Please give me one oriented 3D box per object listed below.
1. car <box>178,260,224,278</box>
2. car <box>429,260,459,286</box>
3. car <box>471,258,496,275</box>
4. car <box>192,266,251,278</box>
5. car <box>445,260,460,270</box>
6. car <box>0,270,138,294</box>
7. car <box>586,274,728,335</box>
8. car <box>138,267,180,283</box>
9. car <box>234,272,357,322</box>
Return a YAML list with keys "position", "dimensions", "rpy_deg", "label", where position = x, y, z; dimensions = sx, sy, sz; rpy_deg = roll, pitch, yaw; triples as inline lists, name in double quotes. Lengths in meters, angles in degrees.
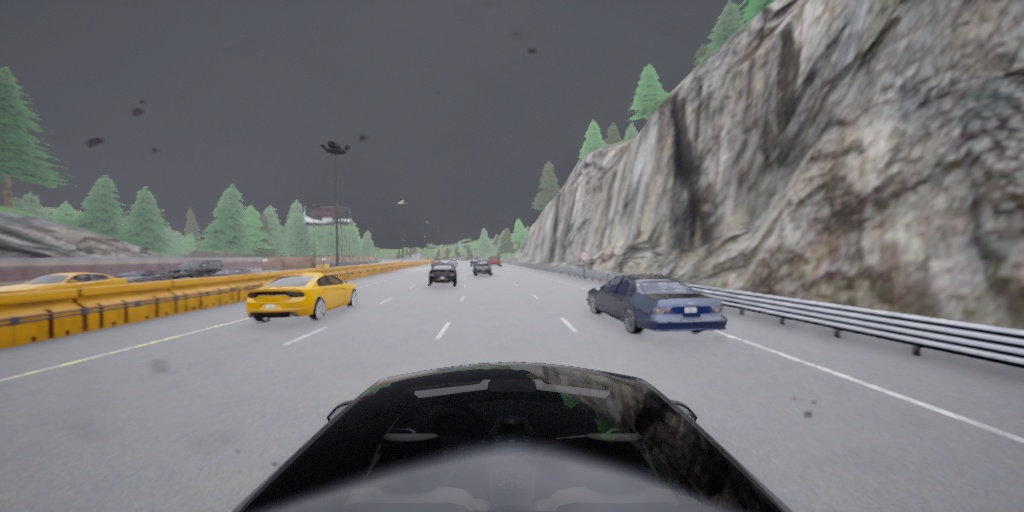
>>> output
- position: [-31.249, 1.421, 35.721]
  dimensions: [2.150, 2.045, 5.566]
  rpy_deg: [-1, 0, -7]
  label: "car"
- position: [-4.941, 1.279, 26.047]
  dimensions: [1.882, 1.535, 5.008]
  rpy_deg: [0, 0, -8]
  label: "car"
- position: [-3.247, 1.254, 38.957]
  dimensions: [2.128, 1.511, 4.902]
  rpy_deg: [-1, 0, -8]
  label: "car"
- position: [-19.220, 1.590, 24.701]
  dimensions: [1.994, 1.385, 4.181]
  rpy_deg: [-1, 0, -7]
  label: "car"
- position: [-9.689, 1.390, 58.694]
  dimensions: [2.033, 1.411, 5.357]
  rpy_deg: [-1, 0, -5]
  label: "car"
- position: [-21.911, 1.552, 17.632]
  dimensions: [1.882, 1.535, 5.008]
  rpy_deg: [-1, 0, -6]
  label: "car"
- position: [3.706, 1.231, 10.321]
  dimensions: [2.033, 1.411, 5.357]
  rpy_deg: [-1, 0, -4]
  label: "car"
- position: [-26.344, 1.700, 25.220]
  dimensions: [1.994, 1.385, 4.181]
  rpy_deg: [-1, 0, -7]
  label: "car"
- position: [-7.246, 1.329, 12.963]
  dimensions: [1.882, 1.535, 5.008]
  rpy_deg: [0, 0, -4]
  label: "car"
